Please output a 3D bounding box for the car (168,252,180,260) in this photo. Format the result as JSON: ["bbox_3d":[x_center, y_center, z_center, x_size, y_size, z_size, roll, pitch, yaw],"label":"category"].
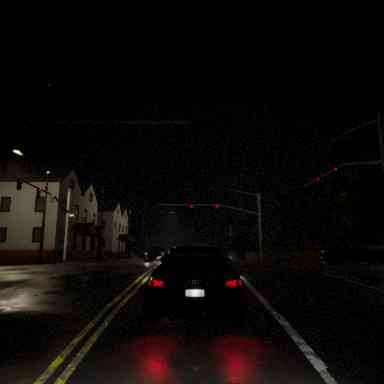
[{"bbox_3d":[-3.603,12.678,66.260,2.128,1.511,4.902,0,-11,1],"label":"car"}]

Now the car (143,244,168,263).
[{"bbox_3d":[-3.642,6.367,34.283,2.097,1.767,4.553,0,-11,0],"label":"car"}]

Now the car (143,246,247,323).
[{"bbox_3d":[0.063,1.984,7.879,1.994,1.385,4.181,0,-7,0],"label":"car"}]

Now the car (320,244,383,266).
[{"bbox_3d":[11.790,4.512,23.964,4.902,1.511,2.128,0,-11,2],"label":"car"}]

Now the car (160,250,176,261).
[{"bbox_3d":[-3.652,9.842,51.563,2.128,1.511,4.902,0,-11,0],"label":"car"}]
